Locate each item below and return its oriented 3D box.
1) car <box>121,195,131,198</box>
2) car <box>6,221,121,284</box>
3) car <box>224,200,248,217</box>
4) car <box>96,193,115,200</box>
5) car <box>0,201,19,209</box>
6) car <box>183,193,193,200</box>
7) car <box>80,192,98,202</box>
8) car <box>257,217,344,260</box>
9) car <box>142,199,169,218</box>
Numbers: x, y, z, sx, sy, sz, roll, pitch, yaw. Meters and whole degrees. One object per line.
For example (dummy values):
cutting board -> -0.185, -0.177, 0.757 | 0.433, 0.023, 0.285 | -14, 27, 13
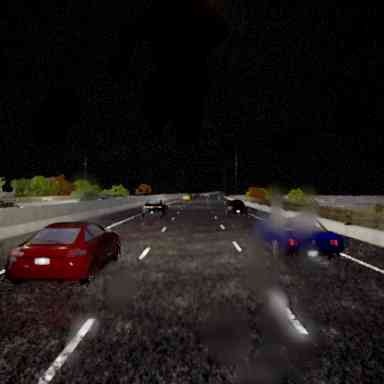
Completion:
car -> -12.763, 1.348, 64.393 | 2.033, 1.411, 5.357 | 0, 0, 2
car -> -3.357, 1.521, 9.489 | 1.994, 1.385, 4.181 | 0, 0, 0
car -> 3.893, 1.417, 29.962 | 1.812, 1.442, 4.674 | 0, 0, 1
car -> -16.258, 1.343, 64.525 | 2.033, 1.411, 5.357 | 0, 0, 2
car -> -13.913, 1.407, 23.397 | 1.837, 1.490, 4.892 | 0, 0, 1
car -> -1.342, 1.251, 84.965 | 1.801, 1.575, 5.366 | 0, 0, 3
car -> -19.754, 1.019, 64.611 | 2.150, 2.045, 5.566 | 0, 0, 2
car -> 3.660, 1.550, 12.230 | 1.895, 1.301, 4.718 | 0, 0, 0
car -> -3.129, 1.383, 28.810 | 2.128, 1.511, 4.902 | 0, 0, 1
